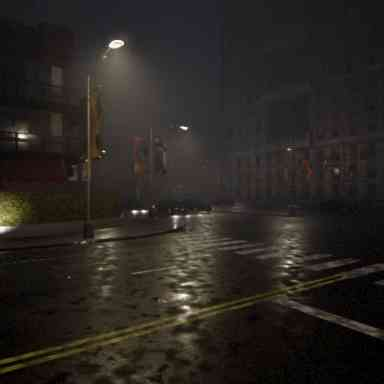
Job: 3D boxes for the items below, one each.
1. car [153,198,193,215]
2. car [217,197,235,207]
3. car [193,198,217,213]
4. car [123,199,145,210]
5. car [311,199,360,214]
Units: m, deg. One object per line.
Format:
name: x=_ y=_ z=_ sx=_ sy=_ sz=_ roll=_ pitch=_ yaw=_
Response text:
car: x=-2.318 y=1.505 z=34.641 sx=1.837 sy=1.490 sz=4.892 roll=0 pitch=0 yaw=-35
car: x=4.448 y=1.477 z=51.462 sx=1.882 sy=1.535 sz=5.008 roll=0 pitch=0 yaw=-35
car: x=0.206 y=1.478 z=37.142 sx=1.882 sy=1.535 sz=5.008 roll=0 pitch=0 yaw=-35
car: x=-7.590 y=1.564 z=42.230 sx=1.994 sy=1.385 sz=4.181 roll=0 pitch=0 yaw=-35
car: x=15.455 y=1.477 z=36.064 sx=5.008 sy=1.535 sz=1.882 roll=0 pitch=1 yaw=43
